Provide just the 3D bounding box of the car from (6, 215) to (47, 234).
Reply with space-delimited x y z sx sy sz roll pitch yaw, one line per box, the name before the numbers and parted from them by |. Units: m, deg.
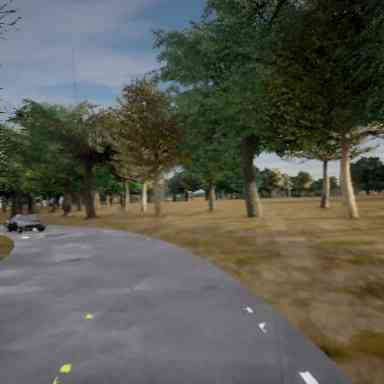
car | -13.425 2.539 26.759 2.033 1.411 5.357 -1 -2 -41
